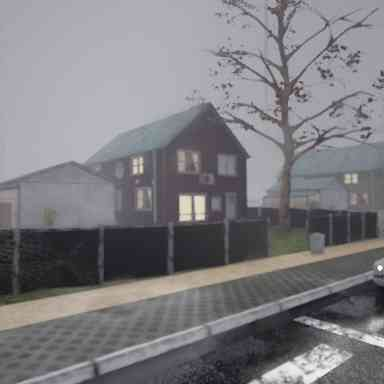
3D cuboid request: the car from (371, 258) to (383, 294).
[{"bbox_3d":[6.391,1.813,8.355,4.718,1.301,1.895,1,-3,-39],"label":"car"}]
